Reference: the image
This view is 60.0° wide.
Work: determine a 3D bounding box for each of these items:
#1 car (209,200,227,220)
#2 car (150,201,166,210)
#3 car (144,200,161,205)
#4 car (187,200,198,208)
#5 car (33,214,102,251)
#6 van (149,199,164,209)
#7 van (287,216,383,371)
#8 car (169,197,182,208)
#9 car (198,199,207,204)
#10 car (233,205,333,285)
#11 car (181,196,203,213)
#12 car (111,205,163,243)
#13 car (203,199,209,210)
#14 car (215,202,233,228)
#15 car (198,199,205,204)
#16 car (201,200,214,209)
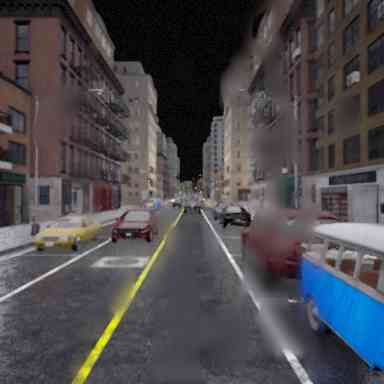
[{"bbox_3d":[3.010,1.668,31.301,2.097,1.767,4.553,0,-1,0],"label":"car"},{"bbox_3d":[-5.351,2.084,52.963,2.008,1.369,4.403,0,-1,0],"label":"car"},{"bbox_3d":[-5.362,2.006,42.151,1.802,1.307,4.206,0,-1,0],"label":"car"},{"bbox_3d":[0.062,2.165,59.703,1.994,1.385,4.181,0,-1,0],"label":"car"},{"bbox_3d":[-5.389,1.677,14.952,1.752,1.417,4.829,0,-1,0],"label":"car"},{"bbox_3d":[-5.357,1.820,47.559,1.690,1.788,3.998,0,-1,0],"label":"van"},{"bbox_3d":[2.692,1.386,4.307,1.690,1.788,3.998,0,-1,0],"label":"van"},{"bbox_3d":[-2.705,2.214,61.857,2.033,1.411,5.357,0,-1,0],"label":"car"},{"bbox_3d":[2.699,2.409,85.238,2.008,1.369,4.403,0,-1,0],"label":"car"},{"bbox_3d":[2.691,1.414,9.713,2.192,1.841,5.009,0,-1,0],"label":"car"},{"bbox_3d":[0.068,1.793,43.560,2.097,1.767,4.553,0,0,1],"label":"car"},{"bbox_3d":[-2.836,1.654,17.403,1.882,1.535,5.008,0,-1,0],"label":"car"},{"bbox_3d":[2.683,2.060,53.128,1.752,1.417,4.829,0,-1,0],"label":"car"},{"bbox_3d":[3.032,1.723,24.330,1.882,1.535,5.008,0,-1,0],"label":"car"},{"bbox_3d":[2.704,2.497,90.919,1.802,1.307,4.206,0,-1,0],"label":"car"},{"bbox_3d":[2.682,2.138,58.364,2.008,1.369,4.403,0,-1,0],"label":"car"}]
